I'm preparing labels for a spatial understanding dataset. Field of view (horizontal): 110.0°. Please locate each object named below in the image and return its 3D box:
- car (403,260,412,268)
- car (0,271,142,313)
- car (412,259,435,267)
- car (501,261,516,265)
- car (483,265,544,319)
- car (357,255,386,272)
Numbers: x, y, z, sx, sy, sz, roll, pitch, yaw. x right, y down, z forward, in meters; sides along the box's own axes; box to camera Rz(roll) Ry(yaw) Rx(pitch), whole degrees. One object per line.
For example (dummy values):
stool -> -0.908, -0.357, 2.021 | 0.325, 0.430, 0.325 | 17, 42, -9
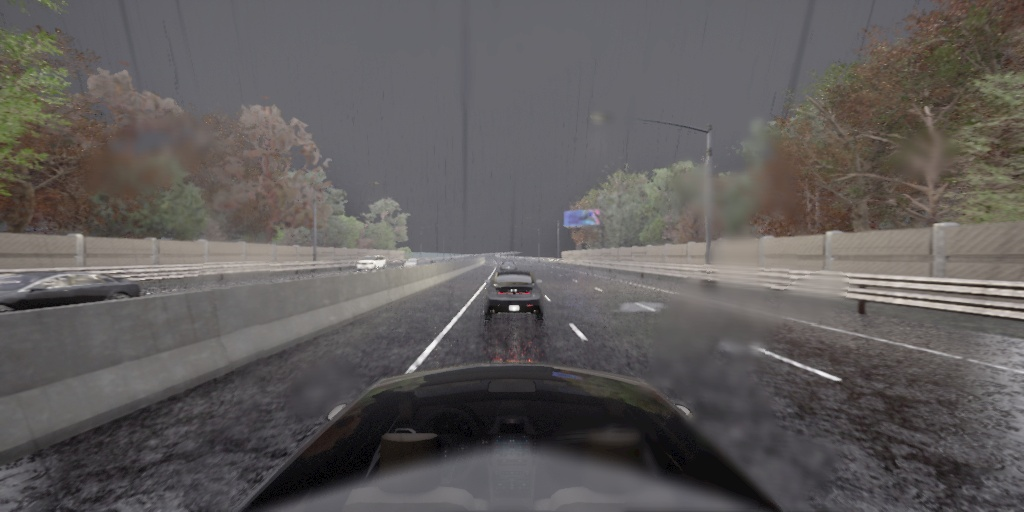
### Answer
car -> -14.857, 1.236, 53.725 | 1.812, 1.442, 4.674 | 0, 0, -1
car -> -14.135, 1.238, 10.723 | 2.128, 1.511, 4.902 | 0, 0, 0
car -> -11.183, 1.223, 46.722 | 1.837, 1.490, 4.892 | 0, -1, -1
car -> -0.419, 1.281, 43.263 | 1.994, 1.385, 4.181 | 0, 0, -1
car -> 0.051, 1.247, 12.714 | 1.837, 1.490, 4.892 | 0, 0, 0
car -> -18.177, 0.943, 46.699 | 2.150, 2.045, 5.566 | 0, 0, -1
